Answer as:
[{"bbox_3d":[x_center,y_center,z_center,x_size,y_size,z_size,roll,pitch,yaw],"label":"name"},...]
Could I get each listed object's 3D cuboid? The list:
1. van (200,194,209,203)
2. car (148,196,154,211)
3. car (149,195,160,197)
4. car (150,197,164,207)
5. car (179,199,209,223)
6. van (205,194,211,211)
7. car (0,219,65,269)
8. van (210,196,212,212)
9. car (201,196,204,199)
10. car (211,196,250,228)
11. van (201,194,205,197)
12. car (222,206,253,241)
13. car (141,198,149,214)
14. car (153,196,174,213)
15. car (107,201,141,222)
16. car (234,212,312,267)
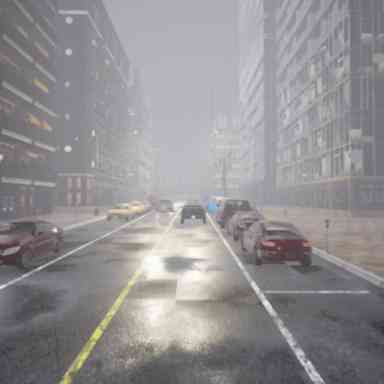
[{"bbox_3d":[2.700,1.399,71.346,1.690,1.788,3.998,1,0,0],"label":"van"},{"bbox_3d":[-5.679,1.556,38.102,1.752,1.417,4.829,1,0,0],"label":"car"},{"bbox_3d":[-5.676,1.355,49.294,2.192,1.841,5.009,1,0,0],"label":"car"},{"bbox_3d":[-5.681,1.589,54.805,1.887,1.381,4.507,1,0,0],"label":"car"},{"bbox_3d":[0.097,1.524,25.757,1.837,1.490,4.892,0,0,0],"label":"car"},{"bbox_3d":[2.704,1.372,38.297,1.690,1.788,3.998,1,0,0],"label":"van"},{"bbox_3d":[-5.644,1.591,11.133,1.802,1.307,4.206,1,0,0],"label":"car"},{"bbox_3d":[2.706,1.363,27.281,1.690,1.788,3.998,1,0,0],"label":"van"},{"bbox_3d":[0.095,1.582,42.890,2.033,1.411,5.357,0,0,0],"label":"car"},{"bbox_3d":[2.707,1.332,21.773,2.192,1.841,5.009,1,0,0],"label":"car"},{"bbox_3d":[2.702,1.390,60.329,1.690,1.788,3.998,1,0,0],"label":"van"},{"bbox_3d":[2.702,1.595,16.265,1.802,1.307,4.206,1,0,0],"label":"car"},{"bbox_3d":[-5.678,1.552,32.591,1.752,1.417,4.829,1,0,0],"label":"car"},{"bbox_3d":[-3.099,1.556,38.391,1.812,1.442,4.674,0,0,0],"label":"car"},{"bbox_3d":[-5.678,1.547,27.079,1.752,1.417,4.829,1,0,0],"label":"car"},{"bbox_3d":[2.703,1.591,11.237,1.802,1.307,4.206,1,0,0],"label":"car"}]
